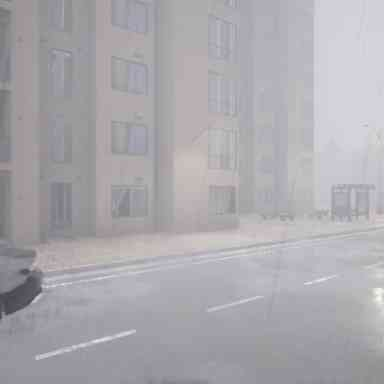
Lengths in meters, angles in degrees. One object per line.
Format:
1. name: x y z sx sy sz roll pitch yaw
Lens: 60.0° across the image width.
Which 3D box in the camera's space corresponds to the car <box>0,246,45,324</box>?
1. car: -4.888 1.491 4.979 4.902 1.511 2.128 0 0 -34
